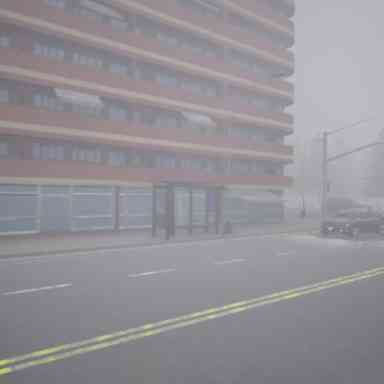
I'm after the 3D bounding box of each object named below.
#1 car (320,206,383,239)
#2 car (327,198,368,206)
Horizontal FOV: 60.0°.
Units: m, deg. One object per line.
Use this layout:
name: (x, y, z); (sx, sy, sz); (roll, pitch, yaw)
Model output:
car: (9.381, 1.767, 19.212); (4.892, 1.490, 1.837); (1, -1, -35)
car: (18.420, 1.812, 39.379); (5.566, 2.045, 2.150); (2, 0, 44)
